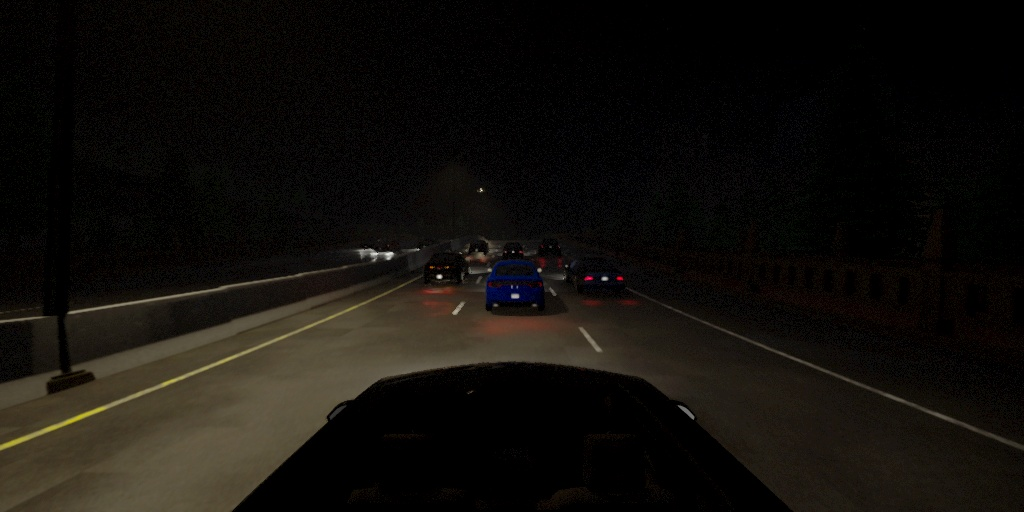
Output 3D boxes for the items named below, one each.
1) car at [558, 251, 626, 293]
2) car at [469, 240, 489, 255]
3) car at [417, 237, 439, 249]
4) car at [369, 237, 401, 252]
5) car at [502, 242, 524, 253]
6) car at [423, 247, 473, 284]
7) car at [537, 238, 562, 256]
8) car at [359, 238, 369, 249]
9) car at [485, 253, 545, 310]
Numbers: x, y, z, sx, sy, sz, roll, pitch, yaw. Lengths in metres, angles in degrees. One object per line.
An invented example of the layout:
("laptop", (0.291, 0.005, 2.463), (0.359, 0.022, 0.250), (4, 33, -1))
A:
("car", (3.596, 0.767, 16.409), (2.033, 1.411, 5.357), (0, 4, 0))
("car", (-3.416, -0.947, 36.811), (1.812, 1.442, 4.674), (0, 5, 0))
("car", (-10.593, -1.695, 45.739), (2.033, 1.411, 5.357), (0, 5, 0))
("car", (-14.100, -1.281, 40.688), (1.812, 1.442, 4.674), (0, 5, 0))
("car", (0.093, -0.499, 31.859), (2.033, 1.411, 5.357), (0, 5, 0))
("car", (-3.404, 0.532, 19.230), (1.837, 1.490, 4.892), (0, 5, 0))
("car", (3.591, -0.994, 35.331), (2.097, 1.767, 4.553), (0, 5, 0))
("car", (-17.589, -1.697, 45.760), (2.033, 1.411, 5.357), (0, 5, 0))
("car", (0.096, 0.895, 12.964), (1.882, 1.535, 5.008), (0, 3, 0))
